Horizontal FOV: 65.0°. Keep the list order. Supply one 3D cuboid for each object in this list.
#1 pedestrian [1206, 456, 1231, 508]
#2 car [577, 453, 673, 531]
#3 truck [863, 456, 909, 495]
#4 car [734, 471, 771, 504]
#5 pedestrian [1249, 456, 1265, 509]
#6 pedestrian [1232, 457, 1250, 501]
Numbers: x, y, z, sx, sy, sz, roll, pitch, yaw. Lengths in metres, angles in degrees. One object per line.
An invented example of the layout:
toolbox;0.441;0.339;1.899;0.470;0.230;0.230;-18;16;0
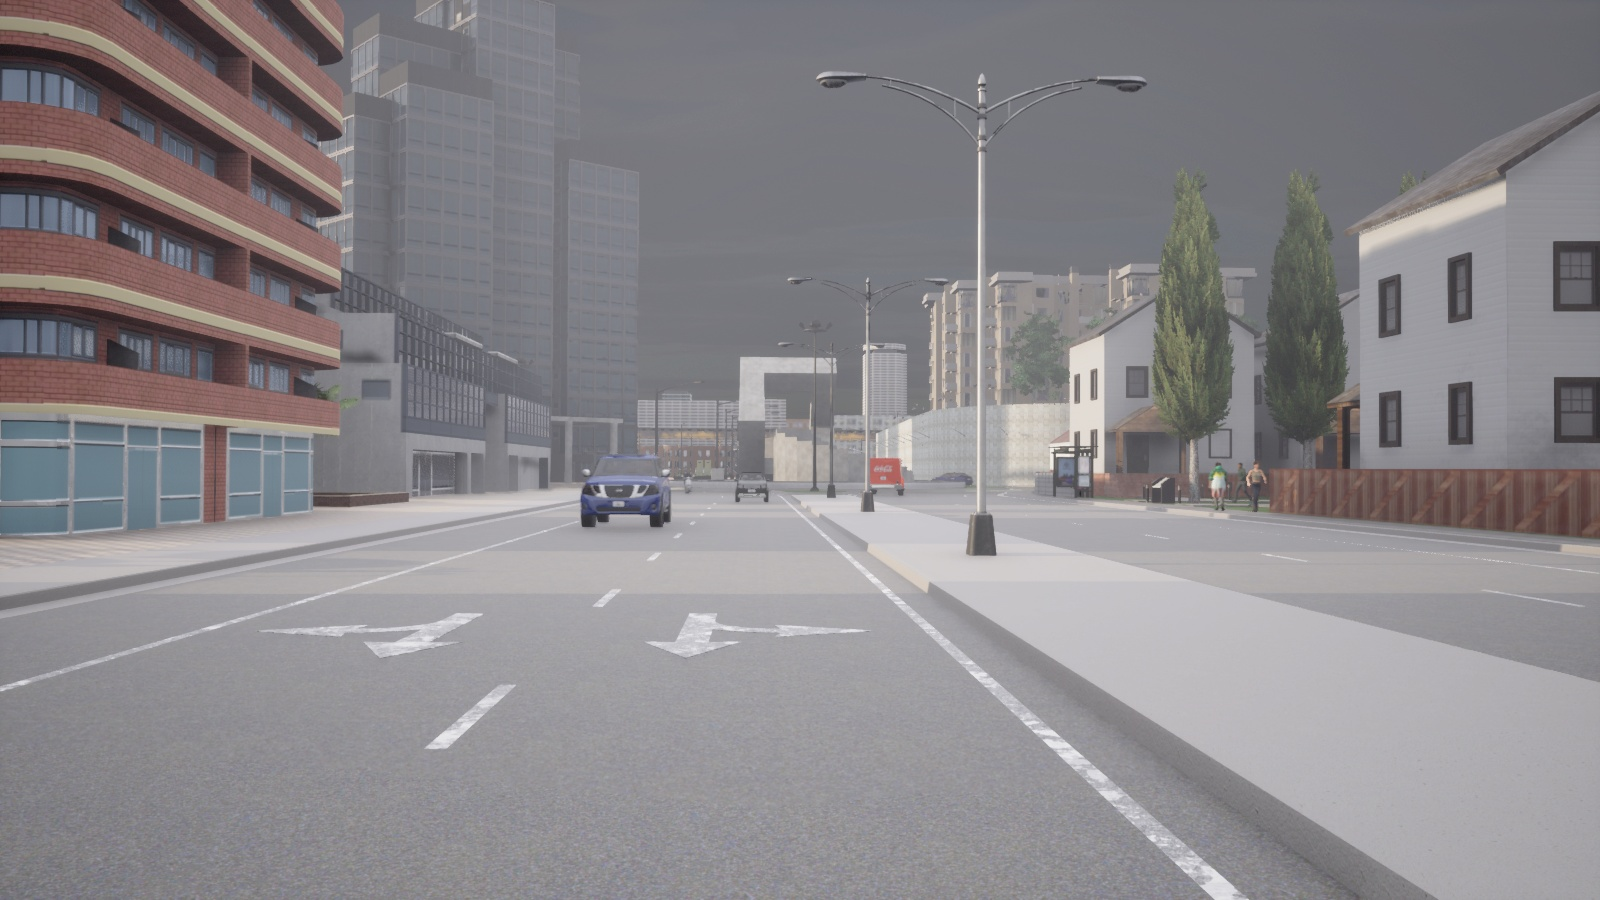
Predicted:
pedestrian;15.624;1.191;46.881;0.659;1.952;0.873;0;-1;2
car;-4.859;1.151;35.694;2.150;2.045;5.566;0;-1;-2
truck;5.726;1.698;83.190;2.627;2.467;5.204;-1;-1;8
car;-2.391;1.857;62.946;1.789;1.549;3.705;0;-1;-2
pedestrian;16.181;1.150;44.491;0.345;1.836;0.594;0;-1;0
pedestrian;18.772;1.240;53.478;0.614;1.847;0.353;0;-1;-20
